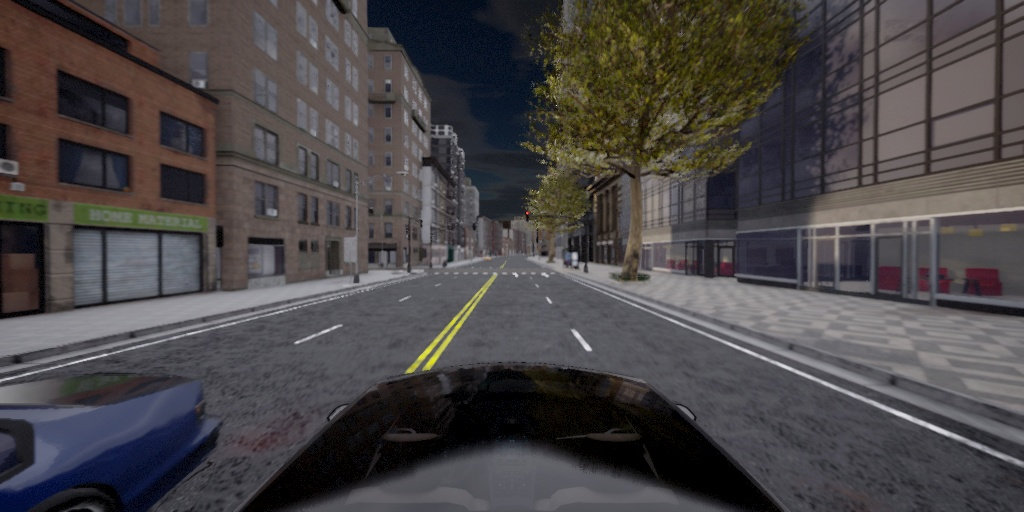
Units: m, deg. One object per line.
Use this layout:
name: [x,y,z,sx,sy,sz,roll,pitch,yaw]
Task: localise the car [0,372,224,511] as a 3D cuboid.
car: [-3.351,1.301,0.591,2.033,1.411,5.357,0,0,0]
